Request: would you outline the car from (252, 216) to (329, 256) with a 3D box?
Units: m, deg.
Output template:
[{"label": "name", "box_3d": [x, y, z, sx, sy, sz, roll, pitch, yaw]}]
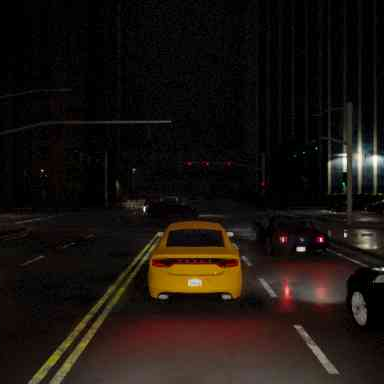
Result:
[{"label": "car", "box_3d": [3.620, 1.601, 13.206, 1.895, 1.301, 4.718, 0, 0, 0]}]

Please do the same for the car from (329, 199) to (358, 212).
[{"label": "car", "box_3d": [19.036, 1.547, 38.903, 5.357, 1.411, 2.033, 0, 0, 0]}]

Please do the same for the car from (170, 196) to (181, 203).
[{"label": "car", "box_3d": [-3.307, 1.564, 68.403, 1.994, 1.385, 4.181, 0, 0, 1]}]

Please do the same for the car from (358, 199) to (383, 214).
[{"label": "car", "box_3d": [20.950, 1.491, 35.420, 4.902, 1.511, 2.128, 0, 0, -1]}]

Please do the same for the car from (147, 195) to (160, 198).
[{"label": "car", "box_3d": [-6.922, 1.505, 56.100, 1.837, 1.490, 4.892, 0, 0, 0]}]

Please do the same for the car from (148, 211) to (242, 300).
[{"label": "car", "box_3d": [0.079, 1.478, 8.448, 1.882, 1.535, 5.008, 0, 0, 1]}]

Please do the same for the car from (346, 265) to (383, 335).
[{"label": "car", "box_3d": [3.612, 1.505, 3.935, 1.837, 1.490, 4.892, 0, 0, 0]}]

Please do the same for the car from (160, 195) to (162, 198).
[{"label": "car", "box_3d": [-6.846, 1.352, 65.287, 2.097, 1.767, 4.553, 0, 0, 1]}]

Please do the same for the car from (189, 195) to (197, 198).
[{"label": "car", "box_3d": [0.235, 1.367, 80.143, 1.994, 1.385, 4.181, 0, 0, 0]}]

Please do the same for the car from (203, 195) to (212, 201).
[{"label": "car", "box_3d": [3.734, 1.429, 79.593, 1.837, 1.490, 4.892, 0, 0, 0]}]

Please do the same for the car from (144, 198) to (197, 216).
[{"label": "car", "box_3d": [-1.905, 1.525, 31.553, 4.674, 1.442, 1.812, 0, 0, 0]}]

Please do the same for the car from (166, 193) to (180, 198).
[{"label": "car", "box_3d": [-3.398, 1.221, 59.044, 2.150, 2.045, 5.566, 0, 0, 0]}]
